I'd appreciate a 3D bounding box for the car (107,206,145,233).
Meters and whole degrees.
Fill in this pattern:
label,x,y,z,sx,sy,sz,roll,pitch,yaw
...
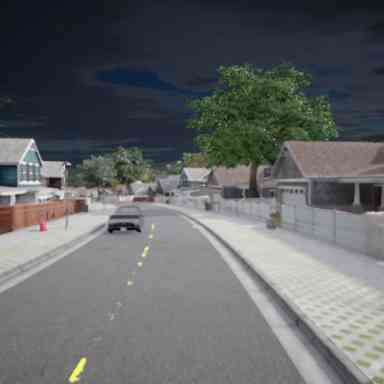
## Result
label,x,y,z,sx,sy,sz,roll,pitch,yaw
car,-3.810,1.574,19.995,2.033,1.411,5.357,0,0,-5
